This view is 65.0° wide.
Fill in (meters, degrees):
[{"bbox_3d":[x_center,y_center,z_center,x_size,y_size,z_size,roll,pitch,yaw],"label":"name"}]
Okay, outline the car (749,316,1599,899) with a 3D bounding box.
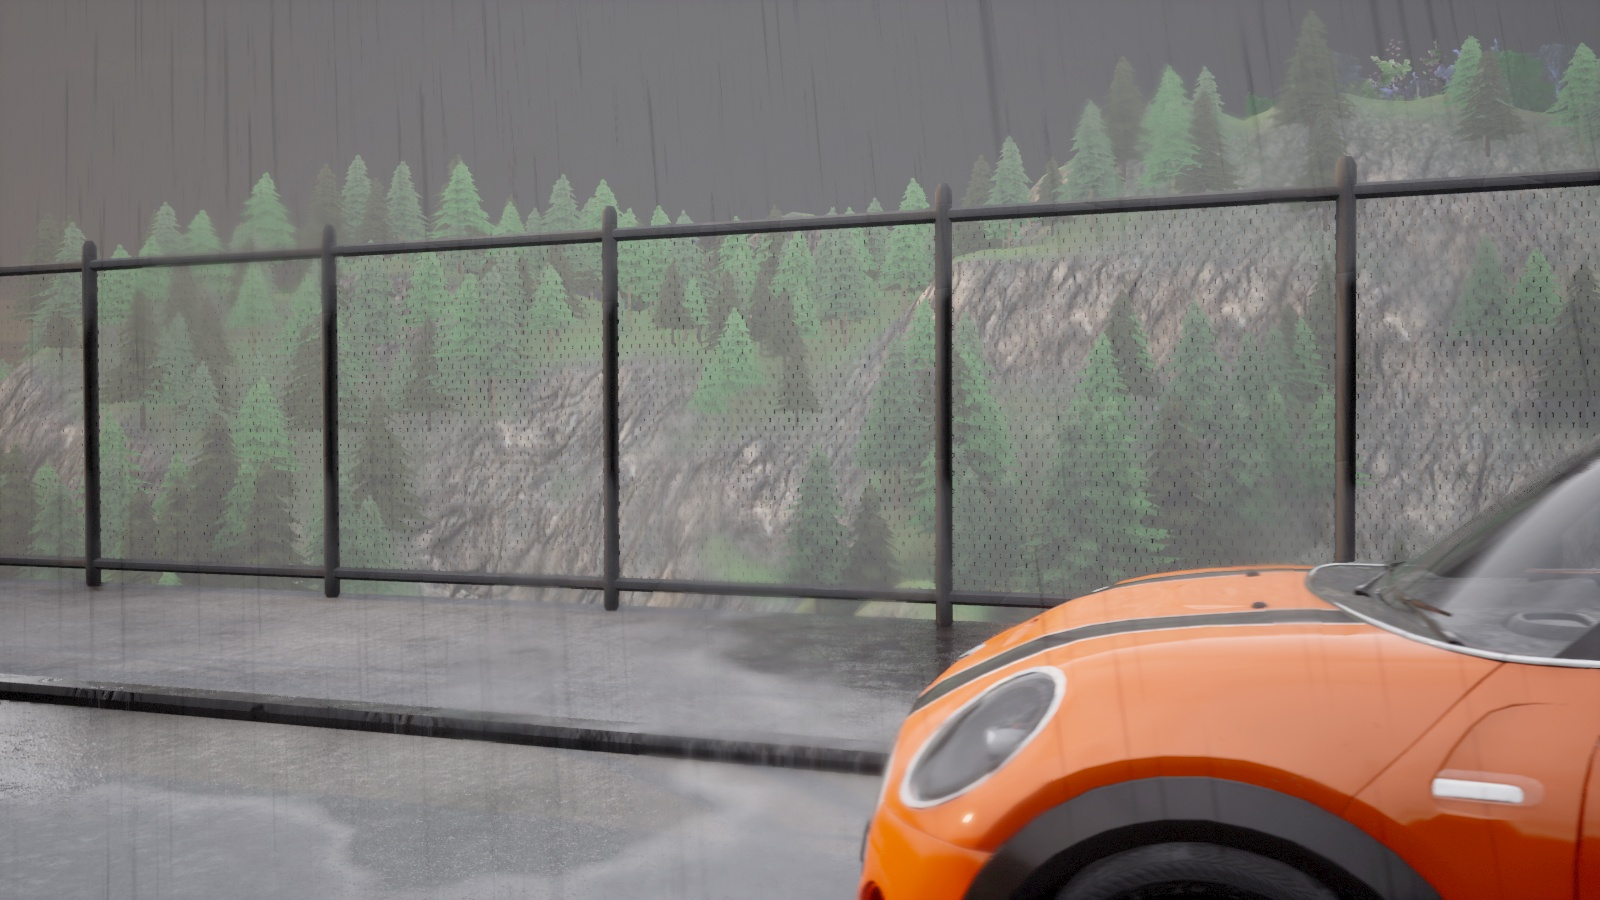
[{"bbox_3d":[2.385,0.647,2.916,4.553,1.767,2.097,0,1,19],"label":"car"}]
